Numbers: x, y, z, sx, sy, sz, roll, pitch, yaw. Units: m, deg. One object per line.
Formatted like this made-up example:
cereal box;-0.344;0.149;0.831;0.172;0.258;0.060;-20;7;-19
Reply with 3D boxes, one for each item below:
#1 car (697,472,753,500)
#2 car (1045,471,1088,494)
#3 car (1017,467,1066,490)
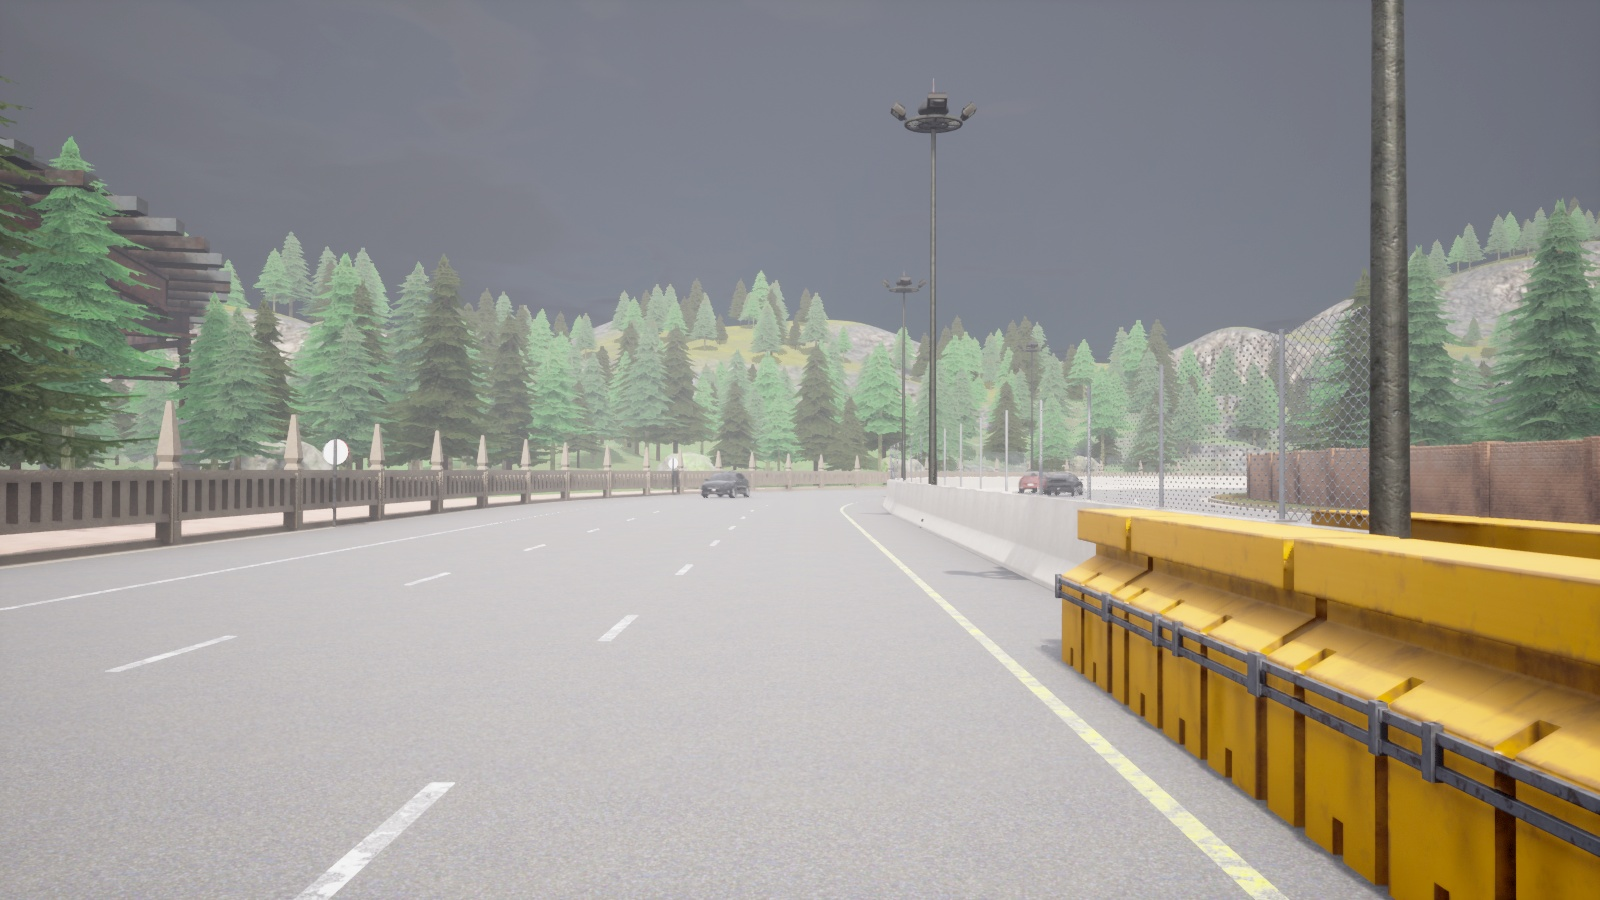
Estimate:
car;-4.254;2.040;71.868;1.837;1.490;4.892;-1;-1;14
car;17.600;2.136;82.797;1.837;1.490;4.892;-1;-1;23
car;17.502;2.045;90.877;2.152;1.651;5.027;-1;-1;27
